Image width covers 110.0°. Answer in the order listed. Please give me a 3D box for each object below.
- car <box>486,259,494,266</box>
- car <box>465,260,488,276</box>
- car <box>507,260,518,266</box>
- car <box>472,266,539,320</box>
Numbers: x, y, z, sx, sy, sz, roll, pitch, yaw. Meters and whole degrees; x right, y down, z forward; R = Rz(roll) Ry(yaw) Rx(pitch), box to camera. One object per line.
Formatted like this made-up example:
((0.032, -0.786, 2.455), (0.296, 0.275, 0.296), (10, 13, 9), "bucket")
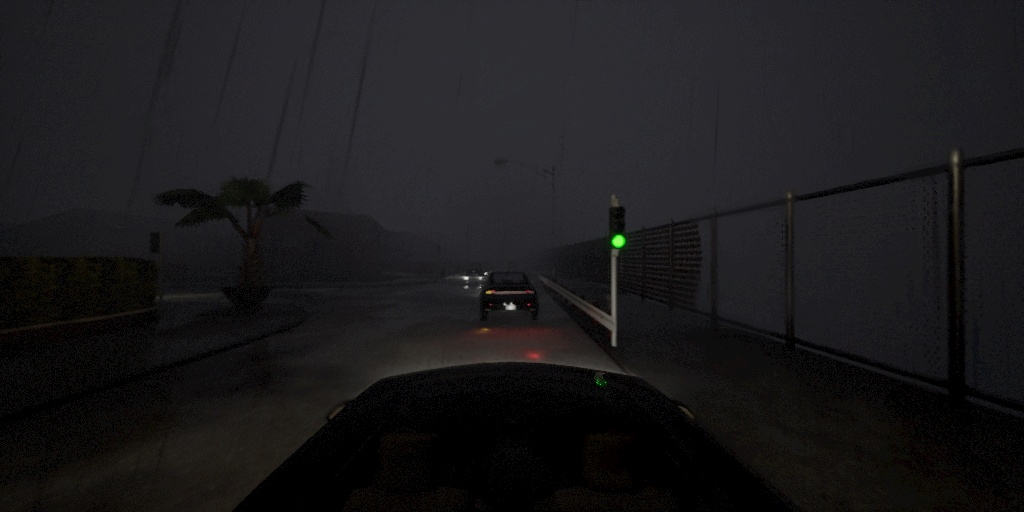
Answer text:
((-4.088, 1.517, 50.343), (2.033, 1.411, 5.357), (0, 0, 0), "car")
((-4.106, 1.430, 40.479), (1.837, 1.490, 4.892), (0, 0, 0), "car")
((0.080, 1.534, 63.622), (1.837, 1.490, 4.892), (0, 0, 0), "car")
((-0.194, 1.294, 12.915), (2.128, 1.511, 4.902), (0, 0, -4), "car")
